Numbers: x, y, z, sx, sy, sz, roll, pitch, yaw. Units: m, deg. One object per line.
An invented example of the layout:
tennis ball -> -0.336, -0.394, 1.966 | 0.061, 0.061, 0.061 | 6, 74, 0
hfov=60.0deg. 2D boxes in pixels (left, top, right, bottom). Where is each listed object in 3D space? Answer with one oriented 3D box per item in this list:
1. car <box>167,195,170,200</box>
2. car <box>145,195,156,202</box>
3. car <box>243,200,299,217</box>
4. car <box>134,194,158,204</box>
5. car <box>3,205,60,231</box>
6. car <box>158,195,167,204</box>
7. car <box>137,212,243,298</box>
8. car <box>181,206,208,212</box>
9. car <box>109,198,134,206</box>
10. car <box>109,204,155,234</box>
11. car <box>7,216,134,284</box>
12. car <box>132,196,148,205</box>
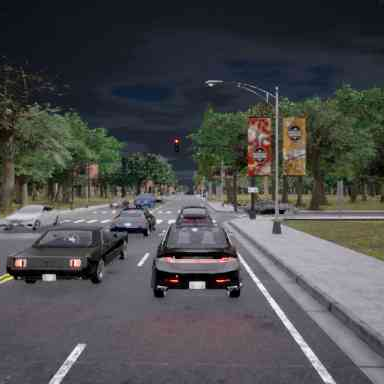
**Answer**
car -> -6.354, 1.414, 78.852 | 2.097, 1.767, 4.553 | 0, 0, 0
car -> -9.608, 1.562, 77.174 | 1.837, 1.490, 4.892 | 0, 0, 0
car -> 7.109, 1.495, 30.063 | 4.902, 1.511, 2.128 | 0, 0, 3
car -> -6.507, 1.254, 46.089 | 2.150, 2.045, 5.566 | 0, 0, 0
car -> -9.812, 1.534, 20.785 | 1.812, 1.442, 4.674 | 0, 0, 0
car -> -6.431, 1.653, 63.724 | 1.895, 1.301, 4.718 | 0, 0, 1
car -> 0.107, 1.493, 8.513 | 2.128, 1.511, 4.902 | 0, 0, 0
car -> 0.115, 1.512, 17.932 | 1.837, 1.490, 4.892 | 0, 0, 0
car -> -9.753, 1.519, 44.929 | 2.128, 1.511, 4.902 | 0, 0, 2
car -> -3.137, 1.571, 18.333 | 1.994, 1.385, 4.181 | 0, 0, 0
car -> -3.139, 1.603, 9.578 | 1.895, 1.301, 4.718 | 0, 0, 0
car -> -9.695, 1.542, 62.059 | 2.128, 1.511, 4.902 | 0, 0, 0
